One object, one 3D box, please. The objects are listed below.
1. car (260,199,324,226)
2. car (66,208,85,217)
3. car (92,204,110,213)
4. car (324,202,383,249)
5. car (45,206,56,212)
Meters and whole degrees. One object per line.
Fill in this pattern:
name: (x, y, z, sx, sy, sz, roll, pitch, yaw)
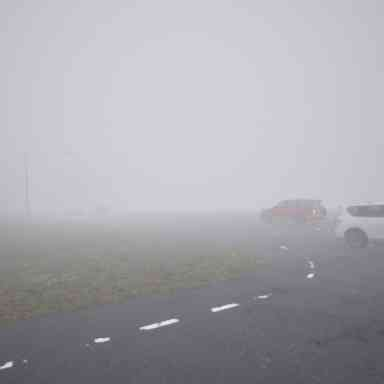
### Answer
car: (8.050, 1.618, 26.945, 2.150, 2.045, 5.566, -2, 0, -35)
car: (-18.210, 3.157, 51.971, 1.994, 1.385, 4.181, -2, 0, -35)
car: (-17.159, 3.087, 62.518, 1.882, 1.535, 5.008, -2, 0, -35)
car: (8.801, 1.383, 13.817, 2.150, 2.045, 5.566, 0, -4, -35)
car: (-33.424, 3.953, 78.402, 2.033, 1.411, 5.357, -2, -1, -30)
